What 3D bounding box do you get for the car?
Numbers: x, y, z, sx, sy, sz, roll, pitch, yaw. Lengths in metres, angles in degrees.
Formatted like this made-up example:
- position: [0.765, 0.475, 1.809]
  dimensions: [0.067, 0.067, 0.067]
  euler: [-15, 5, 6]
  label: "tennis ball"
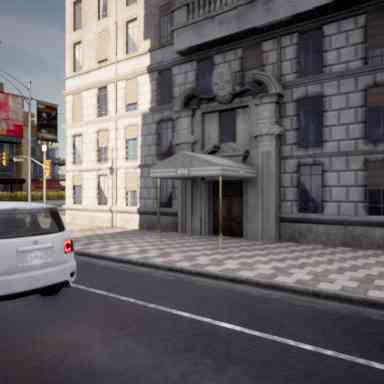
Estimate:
- position: [-4.924, 1.220, 7.395]
  dimensions: [5.566, 2.045, 2.150]
  euler: [0, 0, 35]
  label: "car"
